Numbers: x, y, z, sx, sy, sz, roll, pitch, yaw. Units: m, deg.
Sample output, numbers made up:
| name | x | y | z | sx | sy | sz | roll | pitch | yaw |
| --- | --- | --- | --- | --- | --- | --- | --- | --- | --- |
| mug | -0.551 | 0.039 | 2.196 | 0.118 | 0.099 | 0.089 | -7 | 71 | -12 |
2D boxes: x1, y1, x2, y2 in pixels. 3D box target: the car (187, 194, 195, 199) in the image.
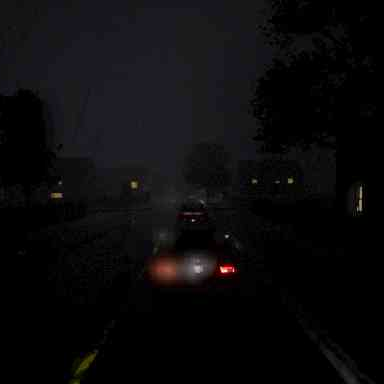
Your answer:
| name | x | y | z | sx | sy | sz | roll | pitch | yaw |
| --- | --- | --- | --- | --- | --- | --- | --- | --- | --- |
| car | -0.158 | 1.728 | 80.780 | 1.895 | 1.301 | 4.718 | 0 | 0 | 0 |

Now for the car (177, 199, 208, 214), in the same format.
| name | x | y | z | sx | sy | sz | roll | pitch | yaw |
| --- | --- | --- | --- | --- | --- | --- | --- | --- | --- |
| car | 0.054 | 1.494 | 22.236 | 2.128 | 1.511 | 4.902 | 0 | 0 | 0 |

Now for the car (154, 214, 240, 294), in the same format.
| name | x | y | z | sx | sy | sz | roll | pitch | yaw |
| --- | --- | --- | --- | --- | --- | --- | --- | --- | --- |
| car | 0.085 | 1.546 | 8.920 | 2.033 | 1.411 | 5.357 | 0 | 0 | 0 |

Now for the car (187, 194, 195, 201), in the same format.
| name | x | y | z | sx | sy | sz | roll | pitch | yaw |
| --- | --- | --- | --- | --- | --- | --- | --- | --- | --- |
| car | -0.179 | 1.422 | 90.768 | 2.097 | 1.767 | 4.553 | 0 | 0 | 0 |
